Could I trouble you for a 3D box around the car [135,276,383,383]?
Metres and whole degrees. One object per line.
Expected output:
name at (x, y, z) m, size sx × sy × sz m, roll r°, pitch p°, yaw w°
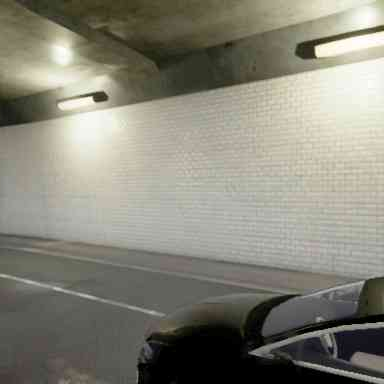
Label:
car at (1.733, 1.491, 2.630) m, size 4.902 × 1.511 × 2.128 m, roll 0°, pitch 0°, yaw 32°
